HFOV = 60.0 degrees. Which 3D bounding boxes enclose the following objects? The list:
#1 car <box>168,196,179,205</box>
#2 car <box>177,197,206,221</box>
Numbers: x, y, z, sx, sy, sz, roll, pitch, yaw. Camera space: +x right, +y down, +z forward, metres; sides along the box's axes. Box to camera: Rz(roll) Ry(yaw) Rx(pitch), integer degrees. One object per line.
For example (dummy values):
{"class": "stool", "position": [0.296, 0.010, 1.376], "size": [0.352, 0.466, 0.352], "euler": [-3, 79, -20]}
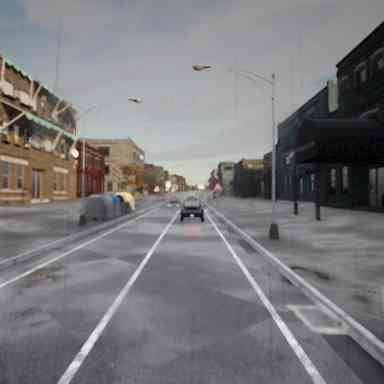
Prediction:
{"class": "car", "position": [-3.066, 1.481, 58.933], "size": [1.837, 1.490, 4.892], "euler": [0, 0, 1]}
{"class": "car", "position": [0.022, 1.454, 26.674], "size": [1.837, 1.490, 4.892], "euler": [0, 0, 1]}
